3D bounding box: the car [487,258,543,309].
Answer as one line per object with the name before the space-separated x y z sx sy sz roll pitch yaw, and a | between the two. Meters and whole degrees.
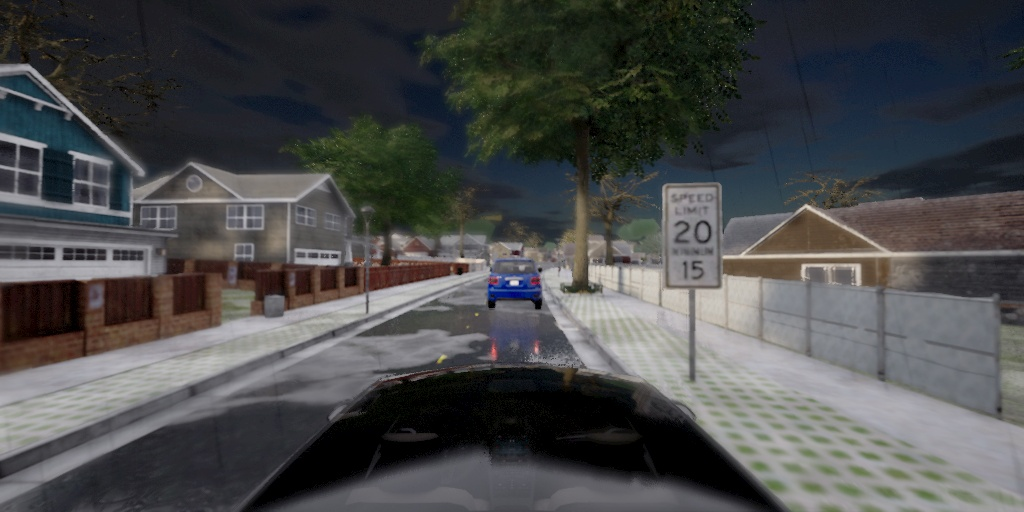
car | 0.165 1.101 15.810 2.150 2.045 5.566 0 0 2
